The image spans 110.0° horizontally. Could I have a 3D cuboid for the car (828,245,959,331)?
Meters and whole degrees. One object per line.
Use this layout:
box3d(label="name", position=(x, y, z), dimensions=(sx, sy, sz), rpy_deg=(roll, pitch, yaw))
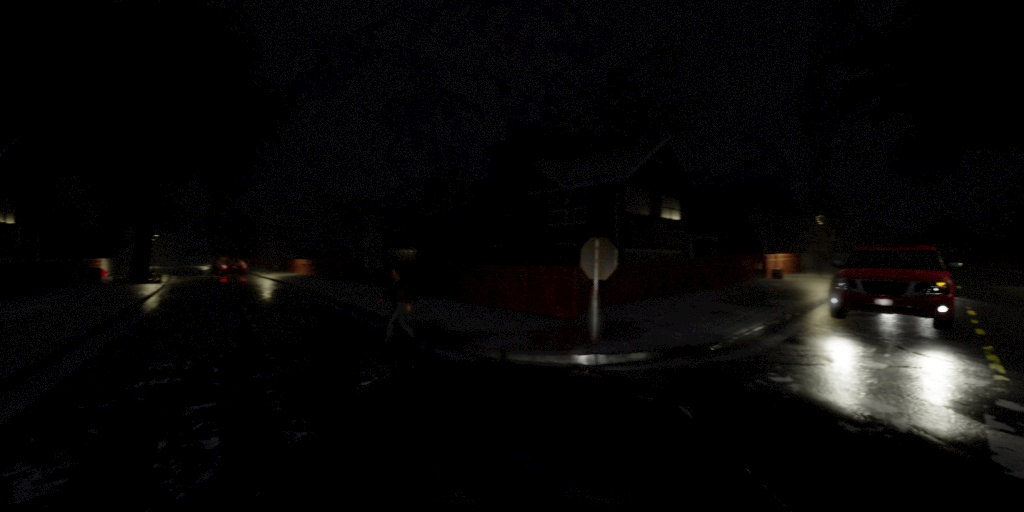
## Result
box3d(label="car", position=(10.947, 0.693, 10.308), dimensions=(5.566, 2.045, 2.150), rpy_deg=(-1, 1, -40))

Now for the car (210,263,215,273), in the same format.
box3d(label="car", position=(-35.767, 1.316, 44.258), dimensions=(1.812, 1.442, 4.674), rpy_deg=(1, -1, -44))

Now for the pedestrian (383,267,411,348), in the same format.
box3d(label="pedestrian", position=(-2.542, 1.092, 7.941), dimensions=(0.375, 1.860, 0.375), rpy_deg=(0, 1, -39))

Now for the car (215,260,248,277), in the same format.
box3d(label="car", position=(-28.969, 1.158, 37.174), dimensions=(2.097, 1.767, 4.553), rpy_deg=(1, 0, -43))
